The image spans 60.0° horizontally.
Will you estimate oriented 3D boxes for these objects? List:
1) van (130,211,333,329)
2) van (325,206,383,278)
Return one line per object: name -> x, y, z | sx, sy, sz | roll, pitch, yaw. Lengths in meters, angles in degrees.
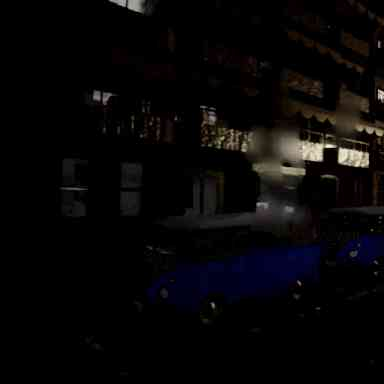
van -> 0.826, 1.339, 6.665 | 3.998, 1.788, 1.690 | 0, 2, -36
van -> 5.322, 1.335, 9.888 | 3.998, 1.788, 1.690 | 0, 1, -36
